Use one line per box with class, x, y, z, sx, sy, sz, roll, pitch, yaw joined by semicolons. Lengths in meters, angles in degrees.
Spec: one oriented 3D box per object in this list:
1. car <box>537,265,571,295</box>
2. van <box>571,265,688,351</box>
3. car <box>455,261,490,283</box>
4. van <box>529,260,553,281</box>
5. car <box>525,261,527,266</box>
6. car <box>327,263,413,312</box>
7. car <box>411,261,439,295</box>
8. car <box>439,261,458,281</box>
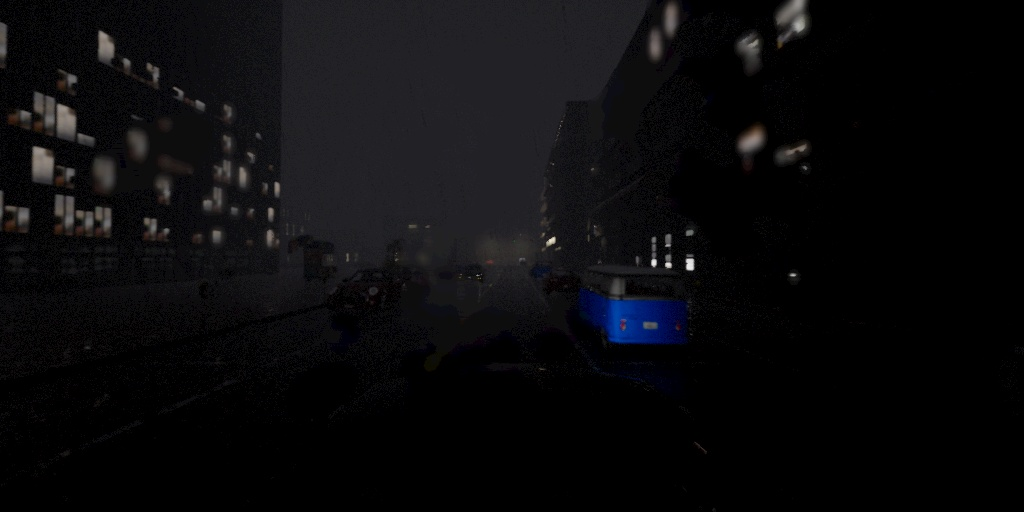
car;2.688;1.383;20.130;1.888;1.381;4.507;0;0;0
van;2.691;1.126;8.836;1.690;1.789;3.998;0;0;0
car;-3.104;1.381;29.086;1.837;1.490;4.892;0;0;0
van;2.686;1.227;31.421;1.690;1.789;3.998;0;0;0
car;2.684;1.475;37.067;1.948;1.339;4.313;0;0;0
car;-5.664;1.251;14.449;1.967;1.591;4.097;0;0;0
car;-5.660;1.276;20.095;1.967;1.591;4.097;0;0;0
car;-5.663;1.430;31.386;1.888;1.381;4.507;0;0;0
